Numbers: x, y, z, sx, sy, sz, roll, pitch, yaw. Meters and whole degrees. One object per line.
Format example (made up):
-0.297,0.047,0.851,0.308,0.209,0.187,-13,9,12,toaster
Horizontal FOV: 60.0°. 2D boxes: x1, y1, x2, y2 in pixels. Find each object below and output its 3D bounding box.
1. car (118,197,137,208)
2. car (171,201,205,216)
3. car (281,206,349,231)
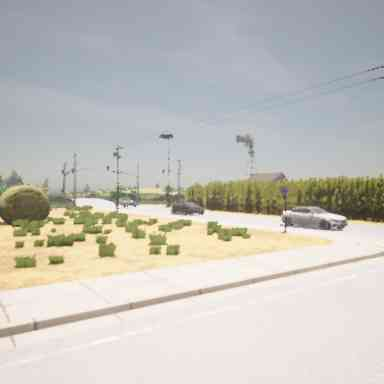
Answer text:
-9.754,1.532,48.971,1.812,1.442,4.674,1,0,-33,car
-0.541,1.724,35.337,1.812,1.442,4.674,1,0,-35,car
8.202,1.723,22.657,1.812,1.442,4.674,1,0,-35,car
